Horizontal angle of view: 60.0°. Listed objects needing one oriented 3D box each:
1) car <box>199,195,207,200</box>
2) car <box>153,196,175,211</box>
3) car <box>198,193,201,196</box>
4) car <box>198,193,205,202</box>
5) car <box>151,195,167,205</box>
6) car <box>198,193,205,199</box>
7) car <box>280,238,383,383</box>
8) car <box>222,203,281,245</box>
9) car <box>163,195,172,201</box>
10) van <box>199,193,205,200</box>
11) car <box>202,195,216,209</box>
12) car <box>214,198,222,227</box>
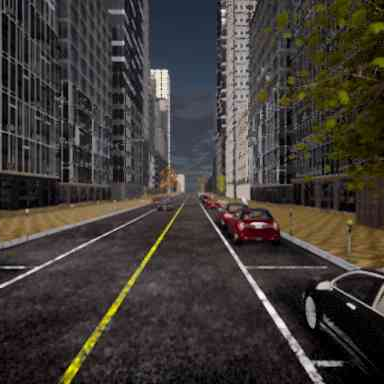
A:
[{"bbox_3d":[2.656,1.341,83.648,1.947,1.339,4.313,0,0,0],"label":"car"},{"bbox_3d":[-3.018,1.481,39.431,2.033,1.411,5.357,0,0,0],"label":"car"},{"bbox_3d":[2.661,1.381,72.264,1.947,1.339,4.313,0,0,0],"label":"car"},{"bbox_3d":[2.665,1.419,60.880,1.947,1.339,4.313,0,0,0],"label":"car"},{"bbox_3d":[-5.713,1.416,55.190,1.887,1.381,4.507,0,0,0],"label":"car"},{"bbox_3d":[2.652,1.171,95.033,1.967,1.590,4.097,0,0,0],"label":"car"},{"bbox_3d":[2.689,1.545,3.956,2.008,1.369,4.403,0,0,0],"label":"car"},{"bbox_3d":[2.685,1.411,15.340,1.967,1.590,4.097,0,0,0],"label":"car"},{"bbox_3d":[-5.723,1.361,77.961,1.947,1.339,4.313,0,0,0],"label":"car"},{"bbox_3d":[2.654,1.095,89.341,1.690,1.788,3.998,0,0,0],"label":"van"},{"bbox_3d":[2.673,1.450,43.803,1.887,1.381,4.507,0,0,0],"label":"car"},{"bbox_3d":[2.682,1.400,21.033,1.967,1.590,4.097,0,0,0],"label":"car"}]
